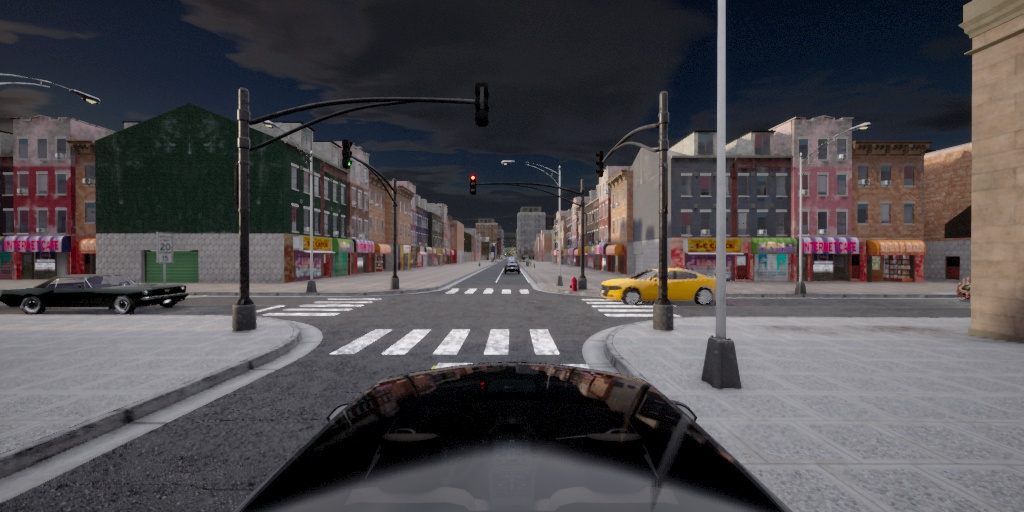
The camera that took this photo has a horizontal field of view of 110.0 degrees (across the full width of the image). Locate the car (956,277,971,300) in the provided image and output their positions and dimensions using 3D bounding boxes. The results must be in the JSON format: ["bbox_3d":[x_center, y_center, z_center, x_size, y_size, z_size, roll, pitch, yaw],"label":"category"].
[{"bbox_3d":[22.810,1.170,15.814,4.553,1.767,2.097,0,0,0],"label":"car"}]

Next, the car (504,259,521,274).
[{"bbox_3d":[0.015,1.313,40.627,1.948,1.339,4.313,0,0,0],"label":"car"}]

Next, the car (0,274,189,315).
[{"bbox_3d":[-14.637,1.312,12.836,4.718,1.301,1.895,0,0,-3],"label":"car"}]

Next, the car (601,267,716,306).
[{"bbox_3d":[6.385,1.246,15.496,5.008,1.535,1.882,0,0,-4],"label":"car"}]
